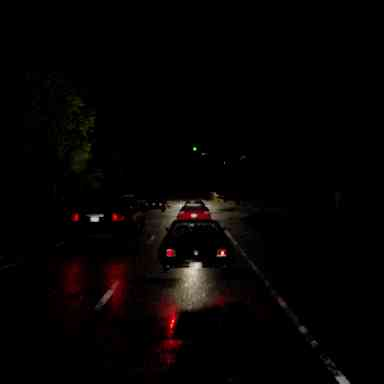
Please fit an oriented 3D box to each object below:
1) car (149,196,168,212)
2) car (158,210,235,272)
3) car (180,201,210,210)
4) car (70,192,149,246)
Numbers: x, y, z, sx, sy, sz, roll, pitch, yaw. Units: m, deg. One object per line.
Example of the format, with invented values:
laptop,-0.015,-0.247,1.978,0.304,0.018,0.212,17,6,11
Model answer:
car,-3.395,1.095,32.062,2.033,1.411,5.357,0,1,0
car,0.102,1.456,10.219,1.895,1.301,4.718,0,1,0
car,0.184,1.270,20.771,1.994,1.385,4.181,0,1,2
car,-3.405,1.018,14.349,2.150,2.045,5.566,0,1,0
